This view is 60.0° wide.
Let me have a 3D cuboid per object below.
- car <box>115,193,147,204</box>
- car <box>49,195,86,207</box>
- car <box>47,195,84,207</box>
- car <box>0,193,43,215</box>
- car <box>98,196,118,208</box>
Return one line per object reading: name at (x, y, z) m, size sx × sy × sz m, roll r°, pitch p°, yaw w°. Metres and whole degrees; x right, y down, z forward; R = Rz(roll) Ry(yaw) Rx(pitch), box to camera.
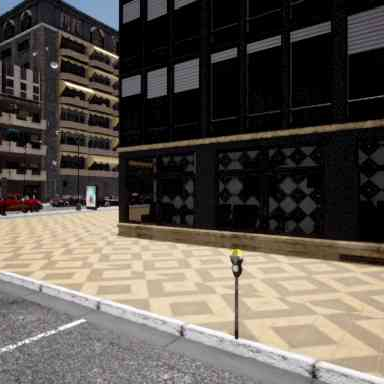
car at (-8.869, 0.853, 48.509) m, size 1.812 × 1.442 × 4.674 m, roll 0°, pitch 1°, yaw 35°
car at (-14.674, 1.082, 40.265) m, size 1.994 × 1.385 × 4.181 m, roll 0°, pitch 1°, yaw 35°
car at (-16.141, 1.074, 42.654) m, size 1.802 × 1.307 × 4.206 m, roll 1°, pitch 2°, yaw 35°
car at (-15.620, 1.029, 28.805) m, size 2.192 × 1.841 × 5.009 m, roll 1°, pitch 2°, yaw 35°
car at (-9.247, 1.072, 37.891) m, size 1.947 × 1.339 × 4.313 m, roll 1°, pitch 2°, yaw 35°
